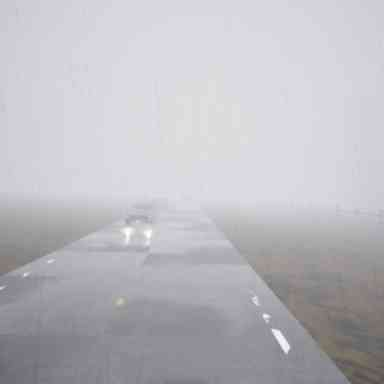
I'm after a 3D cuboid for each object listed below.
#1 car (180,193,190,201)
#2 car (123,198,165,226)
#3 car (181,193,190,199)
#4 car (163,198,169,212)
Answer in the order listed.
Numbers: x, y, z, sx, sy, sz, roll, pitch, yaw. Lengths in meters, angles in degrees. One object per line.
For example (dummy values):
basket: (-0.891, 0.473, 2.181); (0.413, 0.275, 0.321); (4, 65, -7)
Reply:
car: (-1.291, 1.063, 65.752); (1.837, 1.490, 4.892); (1, 0, -1)
car: (-3.196, 1.348, 22.128); (2.033, 1.411, 5.357); (1, 0, -1)
car: (-1.623, 0.992, 80.789); (1.994, 1.385, 4.181); (1, 0, -1)
car: (-3.398, 1.329, 35.402); (2.033, 1.411, 5.357); (1, 0, -1)
